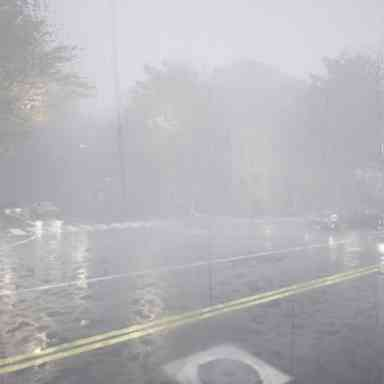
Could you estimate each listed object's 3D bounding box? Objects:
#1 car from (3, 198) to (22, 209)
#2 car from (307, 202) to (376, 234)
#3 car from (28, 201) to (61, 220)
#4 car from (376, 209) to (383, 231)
[{"bbox_3d":[-24.581,1.569,45.505,1.994,1.385,4.181,0,0,-35],"label":"car"},{"bbox_3d":[8.958,1.389,19.456,4.553,1.767,2.097,0,0,-27],"label":"car"},{"bbox_3d":[-12.770,1.534,28.766,1.812,1.442,4.674,0,0,-35],"label":"car"},{"bbox_3d":[11.291,1.543,16.339,4.892,1.490,1.837,0,0,-35],"label":"car"}]
